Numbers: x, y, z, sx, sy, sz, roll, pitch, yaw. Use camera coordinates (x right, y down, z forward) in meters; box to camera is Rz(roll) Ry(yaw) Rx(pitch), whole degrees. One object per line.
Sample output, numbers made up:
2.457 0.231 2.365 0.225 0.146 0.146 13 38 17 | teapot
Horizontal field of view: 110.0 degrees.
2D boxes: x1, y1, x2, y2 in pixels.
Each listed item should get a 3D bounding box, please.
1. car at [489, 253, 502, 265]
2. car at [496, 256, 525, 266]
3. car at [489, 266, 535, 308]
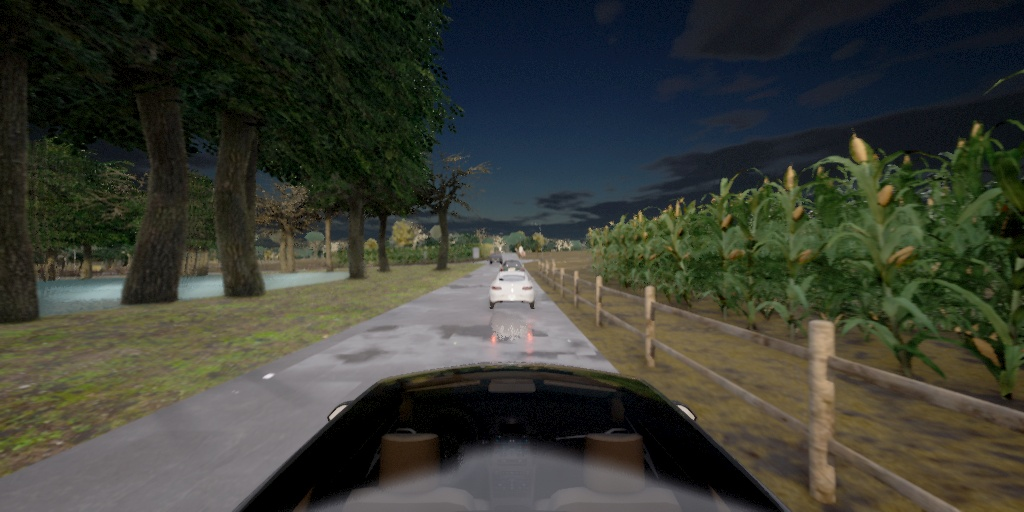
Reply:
-2.793 0.507 63.211 2.150 2.045 5.566 0 1 0 | car
0.002 1.133 30.190 2.097 1.767 4.553 0 0 0 | car
0.013 1.360 15.699 1.812 1.442 4.674 0 0 0 | car
